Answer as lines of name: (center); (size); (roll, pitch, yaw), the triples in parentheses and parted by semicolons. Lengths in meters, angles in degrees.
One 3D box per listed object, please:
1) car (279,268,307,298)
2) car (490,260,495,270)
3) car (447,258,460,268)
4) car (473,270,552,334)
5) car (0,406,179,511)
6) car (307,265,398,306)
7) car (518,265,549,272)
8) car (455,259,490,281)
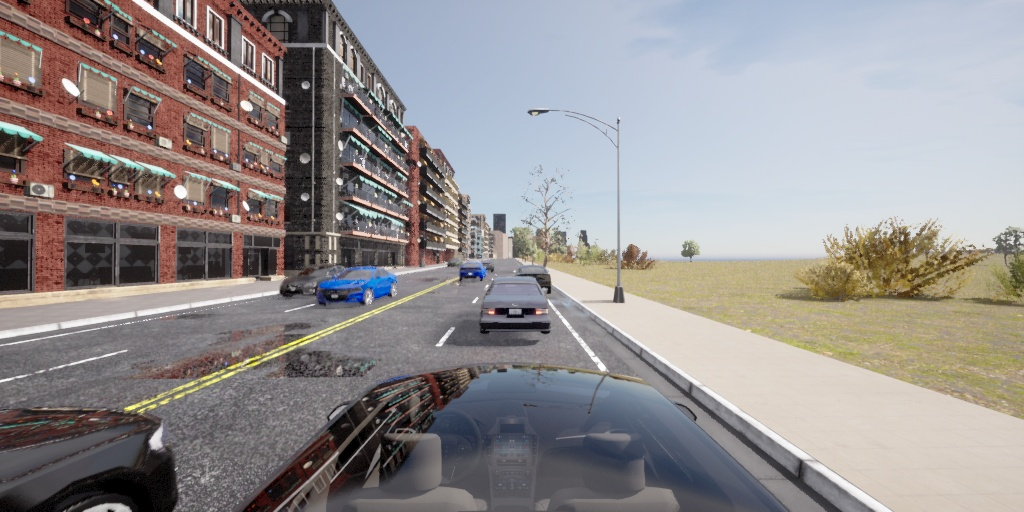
car: (-9.873, 1.257, 18.585); (1.837, 1.490, 4.892); (0, 0, 0)
car: (-3.205, 1.242, 45.299); (2.128, 1.511, 4.902); (0, 0, 0)
car: (-9.897, 1.101, 61.778); (2.097, 1.767, 4.553); (0, 0, 0)
car: (0.091, 1.299, 10.607); (2.033, 1.411, 5.357); (0, 0, 0)
car: (-3.151, 1.240, 0.377); (2.128, 1.511, 4.902); (0, 0, 0)
car: (-6.619, 1.229, 15.870); (1.882, 1.535, 5.008); (0, 0, 0)
car: (1.112, 1.230, 20.371); (1.882, 1.535, 5.008); (0, 0, 0)
car: (-3.188, 1.230, 29.928); (1.882, 1.535, 5.008); (0, 0, 0)
